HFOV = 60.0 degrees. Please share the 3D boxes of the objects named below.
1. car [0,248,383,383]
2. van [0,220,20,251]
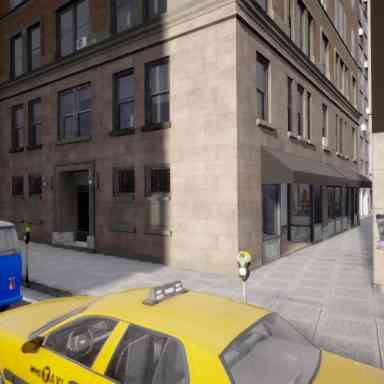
[{"bbox_3d":[-0.452,1.526,3.182,4.829,1.417,1.752,0,-1,36],"label":"car"},{"bbox_3d":[-4.928,1.342,6.384,3.998,1.788,1.690,0,-1,36],"label":"van"}]
